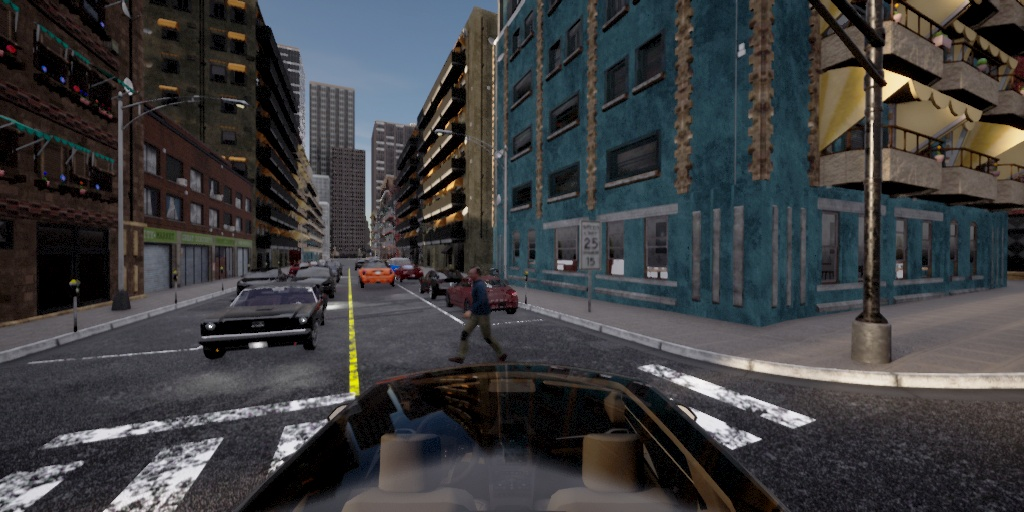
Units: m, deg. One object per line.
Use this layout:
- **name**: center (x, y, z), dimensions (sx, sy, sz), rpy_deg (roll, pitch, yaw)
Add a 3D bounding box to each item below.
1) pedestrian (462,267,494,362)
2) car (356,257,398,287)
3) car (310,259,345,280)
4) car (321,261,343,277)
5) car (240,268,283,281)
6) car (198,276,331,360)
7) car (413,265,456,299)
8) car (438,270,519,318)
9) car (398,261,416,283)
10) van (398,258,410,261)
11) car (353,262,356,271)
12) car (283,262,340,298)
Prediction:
- **pedestrian**: center (-0.612, 1.041, 6.435), dimensions (0.375, 1.860, 0.375), rpy_deg (0, 1, -24)
- **car**: center (-9.366, 1.093, 24.598), dimensions (2.097, 1.767, 4.553), rpy_deg (0, 0, -24)
- **car**: center (-14.050, 1.232, 27.193), dimensions (2.128, 1.511, 4.902), rpy_deg (0, 0, -24)
- **car**: center (-18.339, 1.244, 36.705), dimensions (1.837, 1.490, 4.892), rpy_deg (0, 0, -24)
- **car**: center (-13.382, 1.307, 19.451), dimensions (1.948, 1.339, 4.313), rpy_deg (0, 0, -24)
- **car**: center (-5.636, 1.346, 8.690), dimensions (1.895, 1.301, 4.718), rpy_deg (0, 0, -24)
- **car**: center (-3.460, 1.309, 17.889), dimensions (1.948, 1.339, 4.313), rpy_deg (0, 0, -25)
- **car**: center (-1.169, 1.327, 12.863), dimensions (1.802, 1.307, 4.207), rpy_deg (0, 0, -24)
- **car**: center (-8.041, 1.285, 27.941), dimensions (1.888, 1.381, 4.507), rpy_deg (0, 0, -24)
- **van**: center (-10.331, 1.080, 32.967), dimensions (1.690, 1.789, 3.998), rpy_deg (0, 0, -24)
- **car**: center (-21.151, 1.242, 50.466), dimensions (1.837, 1.490, 4.892), rpy_deg (0, 0, -25)
- **car**: center (-9.778, 1.247, 17.798), dimensions (1.837, 1.490, 4.892), rpy_deg (0, 0, -25)
